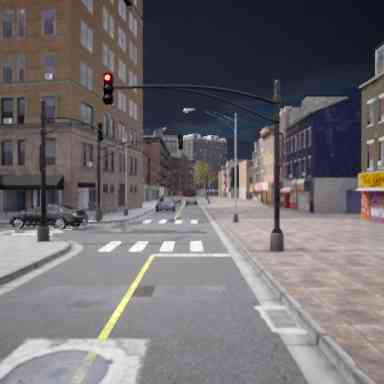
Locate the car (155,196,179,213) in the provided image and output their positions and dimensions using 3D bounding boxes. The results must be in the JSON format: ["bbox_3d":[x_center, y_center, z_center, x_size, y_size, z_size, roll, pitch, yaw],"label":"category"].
[{"bbox_3d":[-2.884,1.331,37.127,2.097,1.767,4.553,0,0,0],"label":"car"}]

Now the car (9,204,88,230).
[{"bbox_3d":[-9.011,1.525,20.870,4.892,1.490,1.837,0,-1,11],"label":"car"}]

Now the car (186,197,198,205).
[{"bbox_3d":[-0.056,1.537,57.231,1.994,1.385,4.181,0,0,0],"label":"car"}]

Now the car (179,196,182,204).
[{"bbox_3d":[-2.866,1.480,60.857,1.837,1.490,4.892,0,-1,0],"label":"car"}]
